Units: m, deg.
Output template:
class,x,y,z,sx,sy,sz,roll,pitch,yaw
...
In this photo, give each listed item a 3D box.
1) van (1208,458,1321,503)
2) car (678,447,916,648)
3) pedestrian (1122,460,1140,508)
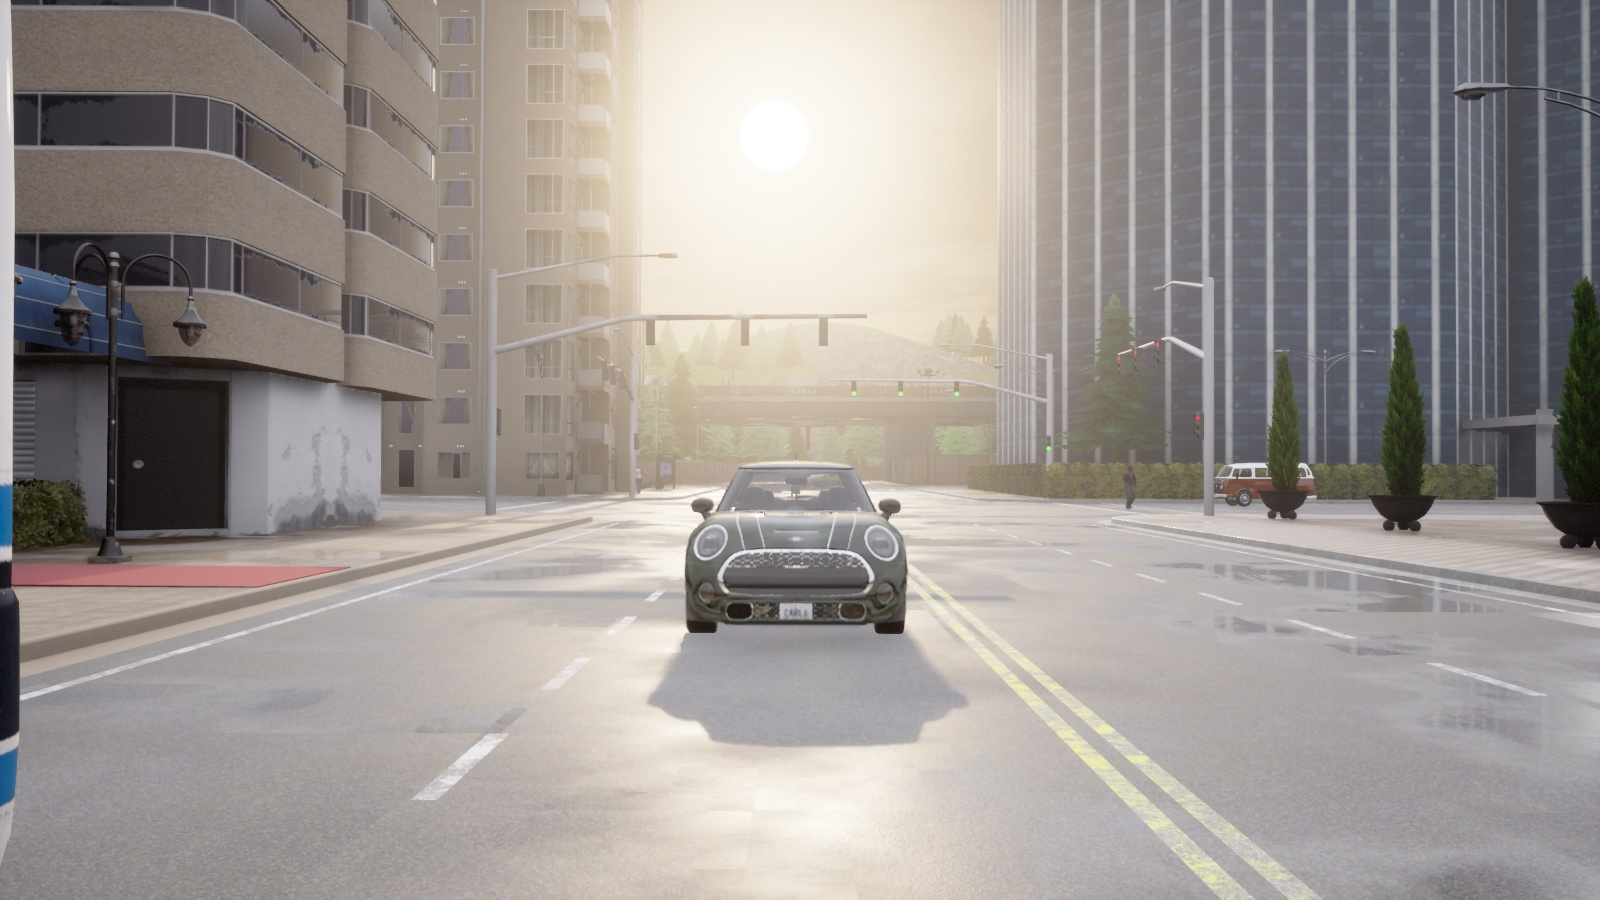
class,x,y,z,sx,sy,sz,roll,pitch,yaw
van,21.638,1.433,58.627,4.480,2.038,2.069,0,-1,-1
car,-0.035,0.897,13.385,2.097,1.767,4.553,0,-1,0
pedestrian,13.437,1.374,50.987,0.402,1.930,0.666,0,-1,-13
